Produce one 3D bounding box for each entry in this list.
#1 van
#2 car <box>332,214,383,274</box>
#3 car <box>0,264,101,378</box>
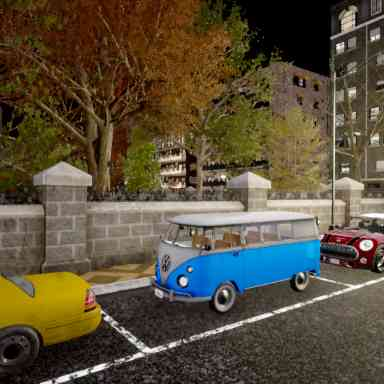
[{"bbox_3d":[1.106,1.342,7.328,3.998,1.788,1.690,0,1,-35],"label":"van"},{"bbox_3d":[5.678,1.442,10.584,4.097,1.590,1.967,0,1,-35],"label":"car"},{"bbox_3d":[-3.608,1.525,3.976,4.829,1.417,1.752,0,1,-35],"label":"car"}]
